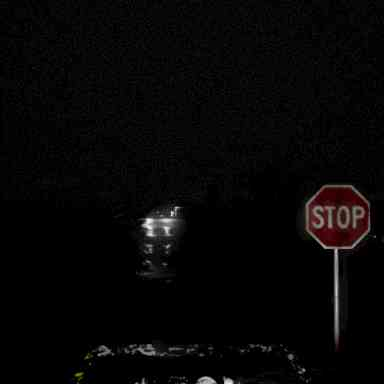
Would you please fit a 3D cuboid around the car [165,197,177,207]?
[{"bbox_3d":[-3.390,1.564,53.896,1.837,1.490,4.892,0,0,-2],"label":"car"}]

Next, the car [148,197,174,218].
[{"bbox_3d":[-2.948,1.532,31.045,1.837,1.490,4.892,0,0,0],"label":"car"}]

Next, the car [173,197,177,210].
[{"bbox_3d":[-3.046,1.589,41.692,2.033,1.411,5.357,0,0,-1],"label":"car"}]
